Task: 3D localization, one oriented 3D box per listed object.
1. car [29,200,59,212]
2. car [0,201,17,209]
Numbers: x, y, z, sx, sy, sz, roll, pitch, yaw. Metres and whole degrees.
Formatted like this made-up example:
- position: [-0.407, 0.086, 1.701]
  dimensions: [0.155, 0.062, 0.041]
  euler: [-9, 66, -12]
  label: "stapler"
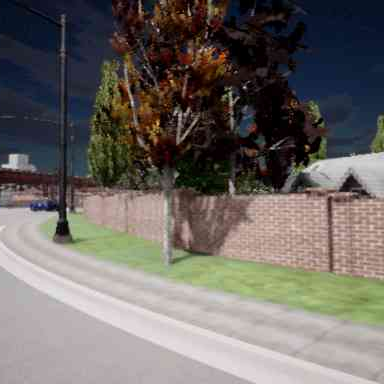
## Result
- position: [-21.072, 1.886, 48.338]
  dimensions: [2.097, 1.767, 4.553]
  euler: [0, -1, 3]
  label: "car"
- position: [-34.110, 2.316, 61.066]
  dimensions: [1.994, 1.385, 4.181]
  euler: [-1, -1, 6]
  label: "car"
